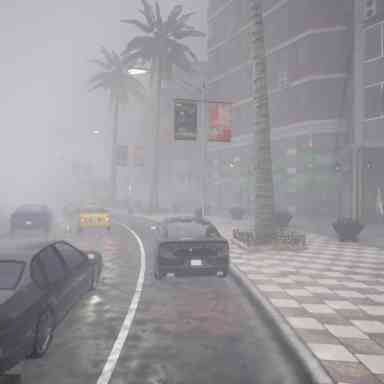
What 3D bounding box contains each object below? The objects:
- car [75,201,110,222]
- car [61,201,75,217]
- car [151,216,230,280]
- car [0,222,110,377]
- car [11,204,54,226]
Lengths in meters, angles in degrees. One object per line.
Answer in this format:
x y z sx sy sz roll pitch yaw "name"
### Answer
-6.093 1.450 20.487 1.801 1.575 5.366 0 0 -19 "car"
-10.841 1.537 30.895 2.033 1.411 5.357 0 0 -29 "car"
-0.213 1.474 10.104 1.882 1.535 5.008 0 0 -7 "car"
-2.973 1.545 5.820 2.033 1.411 5.357 0 0 -3 "car"
-9.335 1.470 19.670 1.882 1.535 5.008 0 0 -19 "car"
